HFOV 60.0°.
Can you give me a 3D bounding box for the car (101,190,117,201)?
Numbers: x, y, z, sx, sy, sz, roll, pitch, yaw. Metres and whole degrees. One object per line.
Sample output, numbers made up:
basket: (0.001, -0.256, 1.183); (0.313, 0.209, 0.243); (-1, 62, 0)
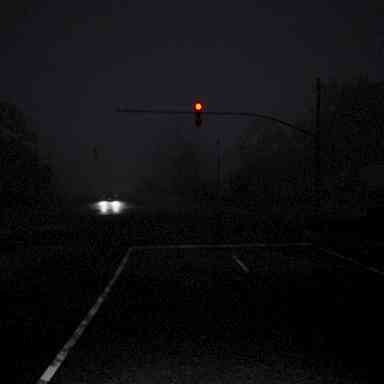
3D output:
car: (-10.746, 0.466, 43.014); (1.895, 1.301, 4.718); (-1, 2, -17)
